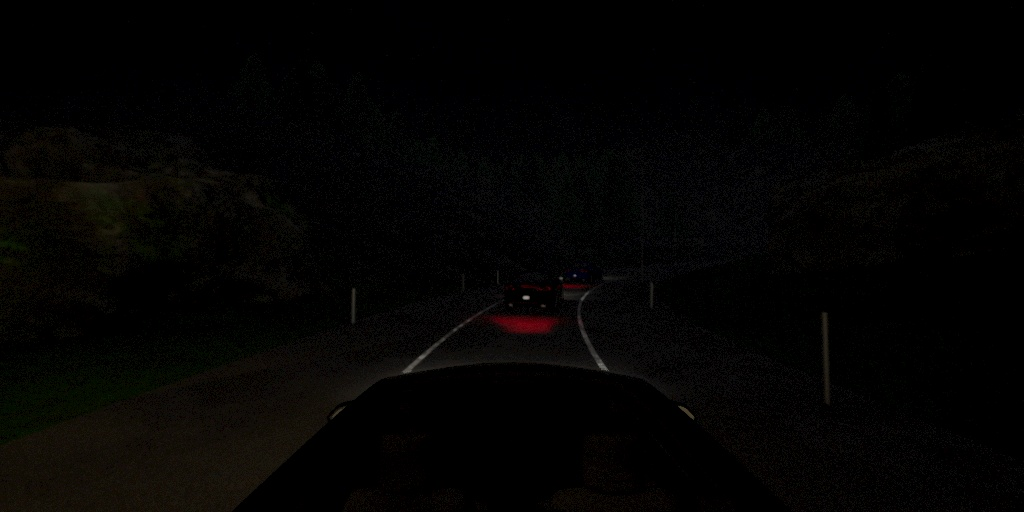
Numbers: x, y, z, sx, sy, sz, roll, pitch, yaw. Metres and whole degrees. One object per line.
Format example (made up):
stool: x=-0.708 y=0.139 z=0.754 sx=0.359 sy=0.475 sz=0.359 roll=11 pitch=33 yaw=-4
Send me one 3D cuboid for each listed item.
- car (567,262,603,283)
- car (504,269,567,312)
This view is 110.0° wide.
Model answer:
car: x=5.607 y=1.196 z=27.613 sx=1.882 sy=1.535 sz=5.008 roll=0 pitch=1 yaw=28
car: x=1.030 y=1.281 z=14.843 sx=1.882 sy=1.535 sz=5.008 roll=0 pitch=0 yaw=13
